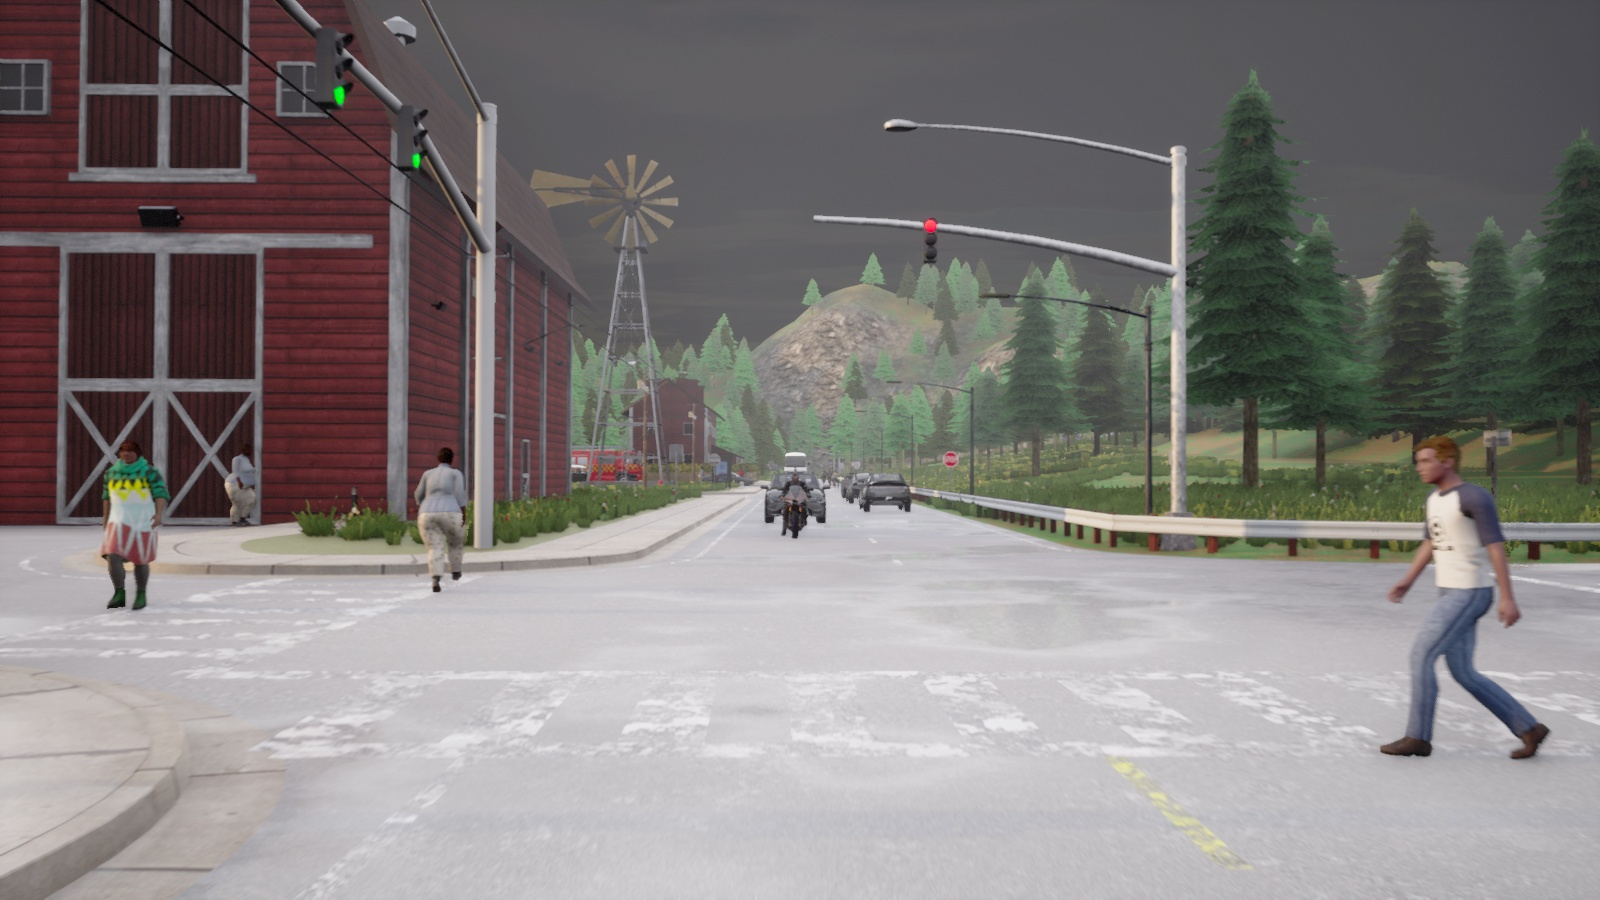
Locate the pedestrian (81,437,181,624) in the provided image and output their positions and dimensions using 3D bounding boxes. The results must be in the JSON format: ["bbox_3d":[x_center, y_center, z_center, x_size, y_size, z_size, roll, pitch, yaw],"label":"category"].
[{"bbox_3d":[-7.224,0.846,13.589,0.659,1.952,0.873,0,-1,-5],"label":"pedestrian"}]

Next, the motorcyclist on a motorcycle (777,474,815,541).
[{"bbox_3d":[-0.095,1.353,30.060,0.866,1.530,2.191,0,-1,0],"label":"motorcyclist on a motorcycle"}]

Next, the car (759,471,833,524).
[{"bbox_3d":[-0.123,1.418,38.701,2.128,1.511,4.902,0,-1,0],"label":"car"}]

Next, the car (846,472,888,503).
[{"bbox_3d":[3.301,1.854,62.604,1.837,1.490,4.892,0,-1,0],"label":"car"}]

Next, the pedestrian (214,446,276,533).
[{"bbox_3d":[-12.020,0.842,27.232,0.900,1.855,0.874,0,-1,9],"label":"pedestrian"}]

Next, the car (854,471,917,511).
[{"bbox_3d":[3.342,1.591,49.823,2.128,1.511,4.902,0,-1,0],"label":"car"}]

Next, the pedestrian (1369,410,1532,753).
[{"bbox_3d":[3.586,0.706,6.952,0.706,1.836,0.354,0,-1,9],"label":"pedestrian"}]

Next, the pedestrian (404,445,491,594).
[{"bbox_3d":[-4.516,0.878,16.143,0.874,1.855,0.900,0,-1,0],"label":"pedestrian"}]
